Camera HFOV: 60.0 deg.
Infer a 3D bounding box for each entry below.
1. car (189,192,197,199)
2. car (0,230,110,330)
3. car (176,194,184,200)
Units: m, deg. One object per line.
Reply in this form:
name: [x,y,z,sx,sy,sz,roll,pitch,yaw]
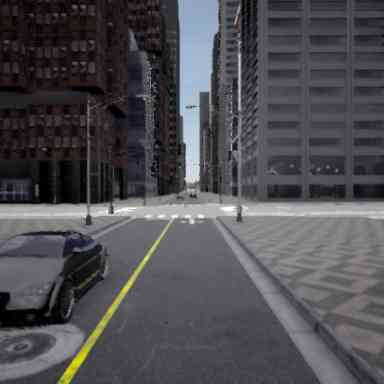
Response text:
car: [0.290,0.996,86.354,1.882,1.535,5.008,0,0,0]
car: [-3.095,1.523,6.889,1.994,1.385,4.181,0,0,0]
car: [-2.758,1.166,77.455,1.895,1.301,4.718,0,0,0]
